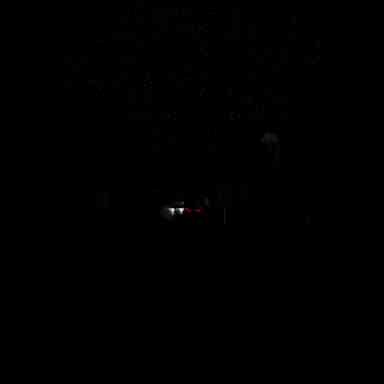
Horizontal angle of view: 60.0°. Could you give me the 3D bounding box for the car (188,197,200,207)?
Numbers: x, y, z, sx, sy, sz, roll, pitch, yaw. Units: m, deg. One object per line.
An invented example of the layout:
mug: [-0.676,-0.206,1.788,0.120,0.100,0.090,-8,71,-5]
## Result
car: [0.355,1.895,62.868,2.097,1.767,4.553,0,-1,0]

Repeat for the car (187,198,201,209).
car: [0.301,1.974,52.878,1.812,1.442,4.674,0,-1,0]

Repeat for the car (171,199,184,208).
car: [-2.426,2.017,57.091,1.812,1.442,4.674,0,-1,0]
